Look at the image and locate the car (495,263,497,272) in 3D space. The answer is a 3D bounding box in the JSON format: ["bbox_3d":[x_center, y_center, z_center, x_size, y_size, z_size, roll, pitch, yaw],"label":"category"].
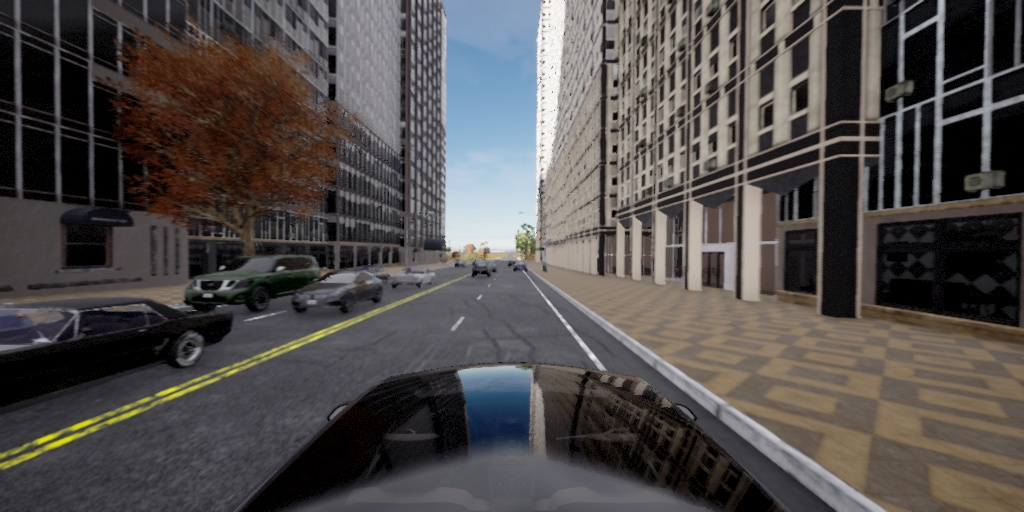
[{"bbox_3d":[-3.084,1.476,48.568,1.994,1.385,4.181,0,0,0],"label":"car"}]

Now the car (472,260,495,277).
[{"bbox_3d":[-3.098,1.374,37.285,1.837,1.490,4.892,0,0,0],"label":"car"}]

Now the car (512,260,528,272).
[{"bbox_3d":[1.213,1.483,51.825,1.812,1.442,4.674,0,0,0],"label":"car"}]

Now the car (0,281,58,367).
[{"bbox_3d":[-9.848,1.209,4.718,1.812,1.442,4.674,0,0,0],"label":"car"}]

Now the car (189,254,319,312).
[{"bbox_3d":[-9.828,0.945,14.353,2.150,2.045,5.566,0,0,0],"label":"car"}]

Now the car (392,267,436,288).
[{"bbox_3d":[-6.531,1.391,24.076,1.895,1.301,4.718,0,0,0],"label":"car"}]

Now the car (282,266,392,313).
[{"bbox_3d":[-6.575,1.275,14.135,1.812,1.442,4.674,0,0,0],"label":"car"}]

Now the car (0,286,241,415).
[{"bbox_3d":[-6.601,1.312,5.022,1.895,1.301,4.718,0,0,0],"label":"car"}]
